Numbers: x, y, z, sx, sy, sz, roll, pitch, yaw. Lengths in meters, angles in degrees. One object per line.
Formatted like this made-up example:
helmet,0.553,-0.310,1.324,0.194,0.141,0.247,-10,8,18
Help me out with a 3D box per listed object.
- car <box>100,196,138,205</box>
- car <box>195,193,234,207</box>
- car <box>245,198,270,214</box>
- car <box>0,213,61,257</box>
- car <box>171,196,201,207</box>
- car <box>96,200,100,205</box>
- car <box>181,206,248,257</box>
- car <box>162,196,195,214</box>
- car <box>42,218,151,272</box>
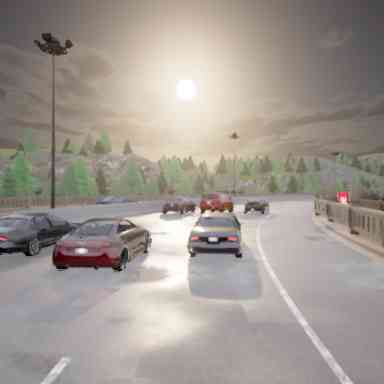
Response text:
car,-8.801,1.405,42.026,2.033,1.411,5.357,0,0,24
car,2.447,1.066,32.110,2.150,2.045,5.566,0,0,21
car,6.399,1.332,32.513,1.837,1.490,4.892,0,0,21
car,-6.034,1.492,12.691,2.033,1.411,5.357,0,0,8
car,-0.868,1.355,49.971,2.033,1.411,5.357,0,0,30
car,-11.016,1.337,45.500,1.882,1.535,5.008,0,0,26
car,0.997,1.484,12.644,2.033,1.411,5.357,0,0,8
car,-1.128,1.209,32.351,2.097,1.767,4.553,0,0,20
car,-2.680,1.513,10.754,1.994,1.385,4.181,0,0,6
